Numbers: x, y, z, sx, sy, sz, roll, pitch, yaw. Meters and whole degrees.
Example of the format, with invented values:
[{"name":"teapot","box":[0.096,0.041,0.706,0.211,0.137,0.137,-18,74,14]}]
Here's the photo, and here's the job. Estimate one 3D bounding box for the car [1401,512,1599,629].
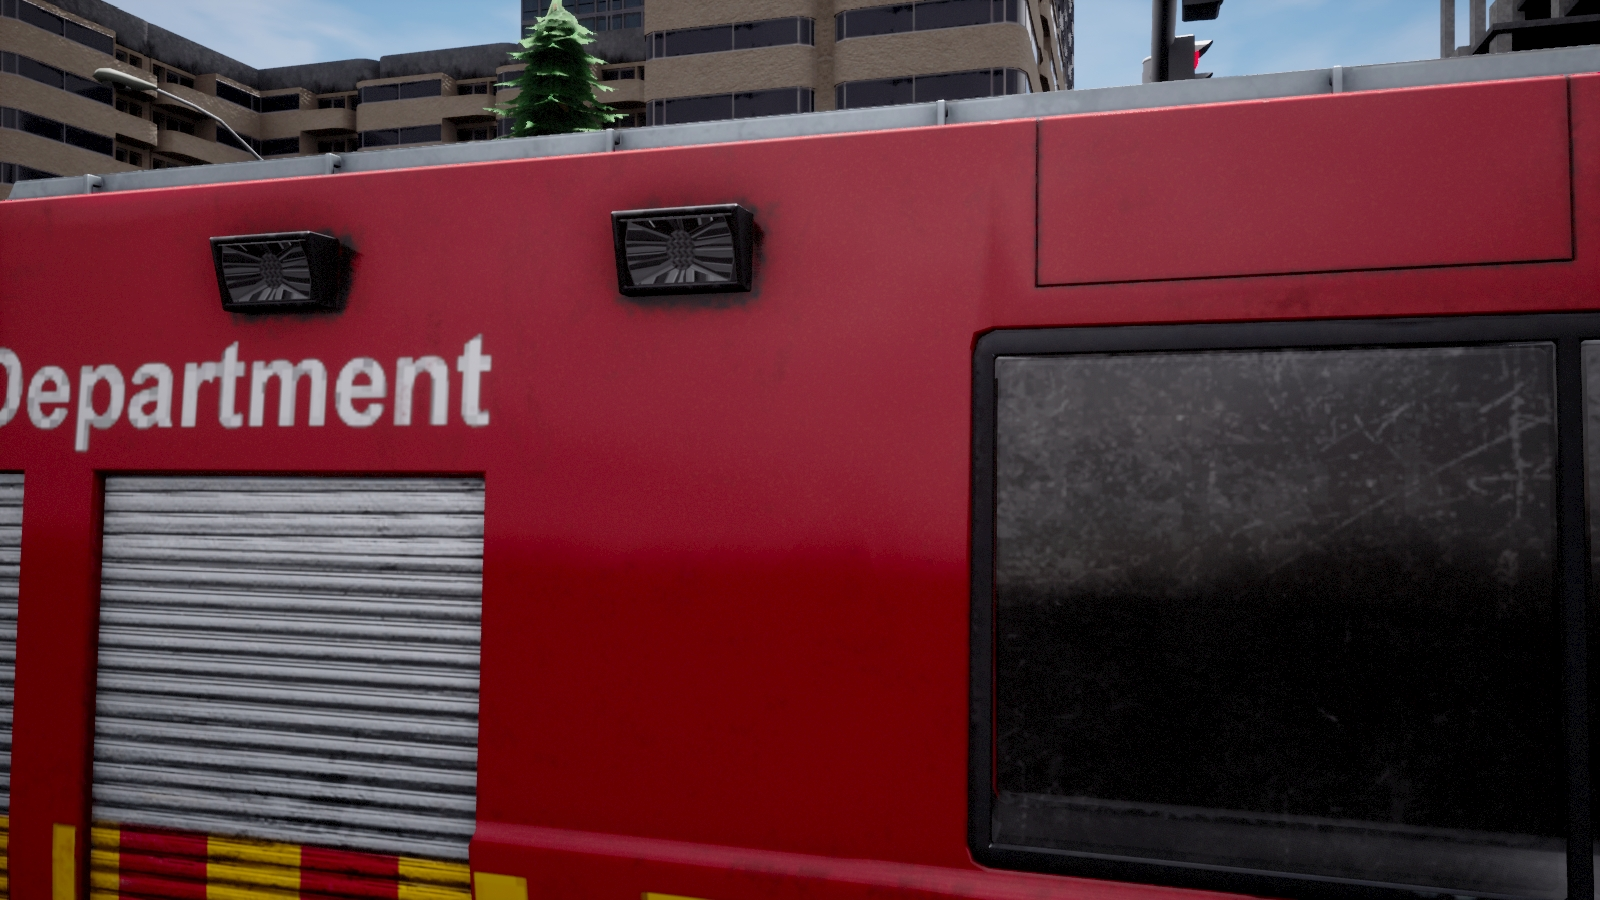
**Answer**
[{"name":"car","box":[12.484,2.037,20.491,2.038,1.542,4.974,0,0,16]}]
